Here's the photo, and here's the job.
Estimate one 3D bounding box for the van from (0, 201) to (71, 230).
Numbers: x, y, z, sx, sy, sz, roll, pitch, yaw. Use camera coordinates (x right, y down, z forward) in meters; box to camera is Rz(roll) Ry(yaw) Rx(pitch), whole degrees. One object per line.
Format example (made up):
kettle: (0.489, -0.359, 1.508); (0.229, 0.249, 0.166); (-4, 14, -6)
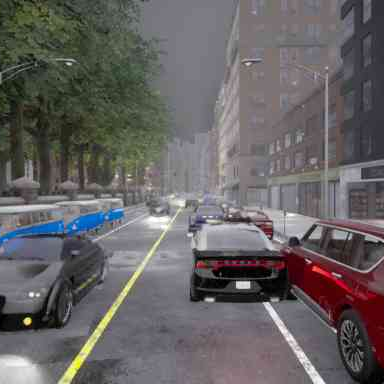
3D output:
van: (-5.679, 1.337, 10.970); (1.690, 1.788, 3.998); (0, 0, 0)

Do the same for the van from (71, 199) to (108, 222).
van: (-5.684, 1.334, 16.628); (1.690, 1.788, 3.998); (0, 0, 0)

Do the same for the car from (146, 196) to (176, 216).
car: (-3.027, 1.468, 32.471); (2.128, 1.511, 4.902); (0, 0, 0)

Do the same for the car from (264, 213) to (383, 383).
car: (2.850, 1.314, 5.340); (2.192, 1.841, 5.009); (0, 0, 0)

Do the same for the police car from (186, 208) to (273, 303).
police car: (0.894, 1.423, 8.402); (1.930, 1.638, 5.238); (0, 0, 0)

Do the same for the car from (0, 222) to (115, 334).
car: (-3.104, 1.562, 6.810); (1.994, 1.385, 4.181); (0, 0, 0)

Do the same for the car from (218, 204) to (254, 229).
car: (2.837, 1.570, 22.321); (1.802, 1.307, 4.206); (0, 0, 0)

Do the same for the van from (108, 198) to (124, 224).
van: (-5.689, 1.329, 22.286); (1.690, 1.788, 3.998); (0, 0, 0)

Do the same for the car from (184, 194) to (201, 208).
car: (-0.012, 1.462, 46.111); (1.837, 1.490, 4.892); (0, 0, 0)

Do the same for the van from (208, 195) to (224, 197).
van: (2.827, 1.317, 33.642); (1.690, 1.788, 3.998); (0, 0, 0)

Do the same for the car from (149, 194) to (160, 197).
car: (-5.713, 1.265, 50.576); (2.192, 1.841, 5.009); (0, 0, 0)

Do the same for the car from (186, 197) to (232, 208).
car: (0.864, 1.343, 18.262); (2.097, 1.767, 4.553); (0, 0, 0)

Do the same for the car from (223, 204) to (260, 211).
car: (2.842, 1.538, 16.661); (1.887, 1.381, 4.507); (0, 0, 0)

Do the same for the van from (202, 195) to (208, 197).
van: (2.812, 1.291, 50.623); (1.690, 1.788, 3.998); (0, 0, 0)

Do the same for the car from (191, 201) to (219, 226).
car: (0.880, 1.492, 24.292); (1.837, 1.490, 4.892); (0, 0, 0)

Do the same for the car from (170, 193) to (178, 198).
car: (-5.751, 1.381, 94.095); (1.752, 1.417, 4.829); (0, 0, 0)

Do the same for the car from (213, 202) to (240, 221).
car: (2.832, 1.564, 27.982); (1.802, 1.307, 4.206); (0, 0, 0)
